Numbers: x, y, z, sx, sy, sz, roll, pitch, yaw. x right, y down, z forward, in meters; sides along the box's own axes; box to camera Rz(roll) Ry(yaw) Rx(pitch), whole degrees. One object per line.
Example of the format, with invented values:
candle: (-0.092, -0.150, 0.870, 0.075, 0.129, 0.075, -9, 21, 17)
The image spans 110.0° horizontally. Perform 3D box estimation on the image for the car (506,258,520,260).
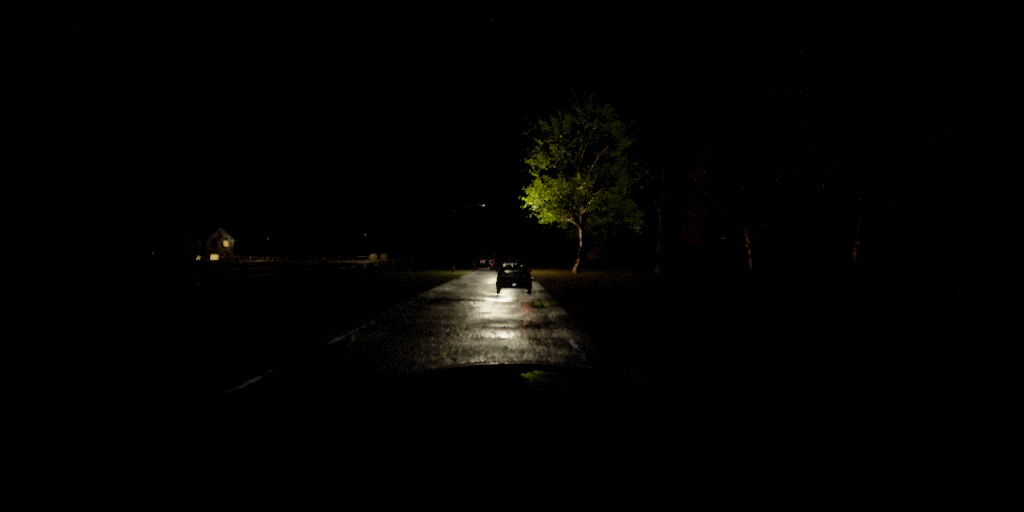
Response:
car: (0.107, 0.950, 36.473, 2.097, 1.767, 4.553, 0, 0, 0)

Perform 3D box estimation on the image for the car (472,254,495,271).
car: (-2.743, 0.573, 35.571, 2.097, 1.767, 4.553, 0, 0, 0)

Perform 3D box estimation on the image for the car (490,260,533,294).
car: (0.104, 1.167, 19.789, 2.128, 1.511, 4.902, 0, 0, 0)
